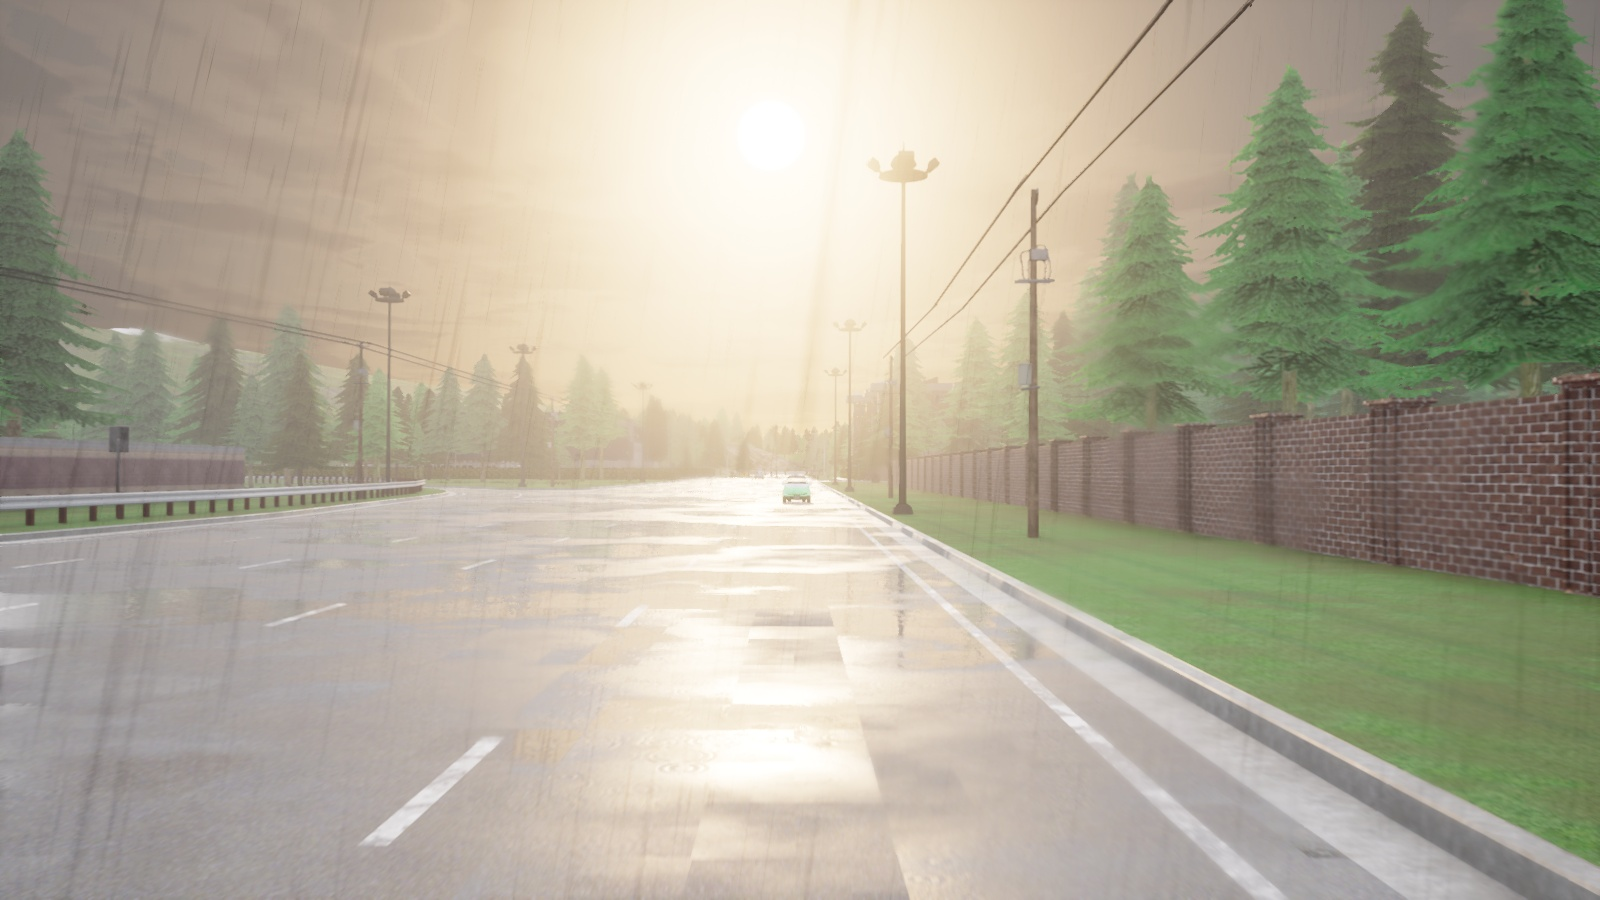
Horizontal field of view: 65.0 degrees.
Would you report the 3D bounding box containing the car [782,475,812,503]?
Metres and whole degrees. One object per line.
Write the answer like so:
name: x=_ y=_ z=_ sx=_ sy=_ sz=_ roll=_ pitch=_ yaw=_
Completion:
car: x=-0.149 y=1.910 z=62.145 sx=1.481 sy=1.376 sz=2.207 roll=0 pitch=-1 yaw=0
